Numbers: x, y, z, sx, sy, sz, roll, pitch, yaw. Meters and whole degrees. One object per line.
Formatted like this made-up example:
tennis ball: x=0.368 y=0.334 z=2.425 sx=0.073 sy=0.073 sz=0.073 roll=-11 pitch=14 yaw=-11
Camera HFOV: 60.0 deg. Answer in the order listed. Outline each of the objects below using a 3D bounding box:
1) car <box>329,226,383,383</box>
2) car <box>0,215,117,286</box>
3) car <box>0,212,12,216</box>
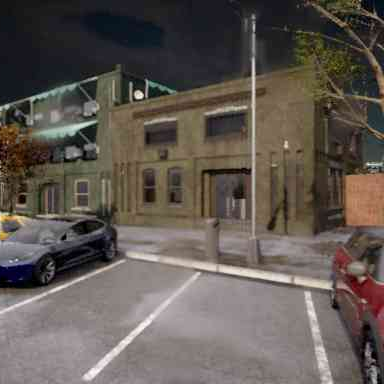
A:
car: x=3.281 y=1.362 z=4.638 sx=2.185 sy=1.767 sz=4.553 roll=1 pitch=-1 yaw=16
car: x=-3.956 y=1.514 z=9.735 sx=2.163 sy=1.488 sz=4.792 roll=1 pitch=-1 yaw=15
car: x=-6.323 y=1.483 z=11.662 sx=1.946 sy=1.575 sz=5.366 roll=0 pitch=-1 yaw=16
